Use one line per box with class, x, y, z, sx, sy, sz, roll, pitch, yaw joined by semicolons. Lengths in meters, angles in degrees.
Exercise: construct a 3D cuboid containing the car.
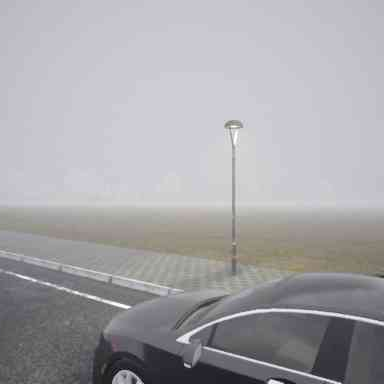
car;1.162;1.504;2.879;4.892;1.490;1.837;0;0;36
